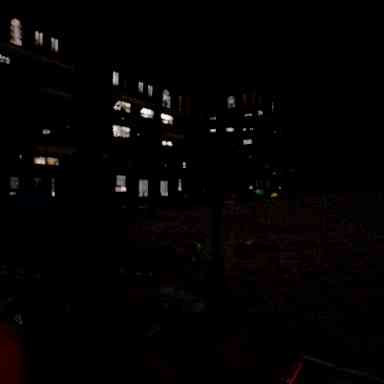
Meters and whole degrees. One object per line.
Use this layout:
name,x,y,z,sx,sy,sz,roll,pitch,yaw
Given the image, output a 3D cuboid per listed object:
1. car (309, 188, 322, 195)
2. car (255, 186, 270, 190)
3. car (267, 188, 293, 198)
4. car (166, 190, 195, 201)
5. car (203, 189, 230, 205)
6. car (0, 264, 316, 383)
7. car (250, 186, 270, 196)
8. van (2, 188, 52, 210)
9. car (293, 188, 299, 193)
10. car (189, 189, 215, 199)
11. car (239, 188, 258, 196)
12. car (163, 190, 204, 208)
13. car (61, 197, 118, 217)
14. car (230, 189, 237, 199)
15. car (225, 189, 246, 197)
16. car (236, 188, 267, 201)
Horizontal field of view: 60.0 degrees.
car,28.280,-0.083,76.117,1.882,1.535,5.008,2,2,35
car,12.480,-0.018,57.539,2.150,2.045,5.566,2,2,35
car,14.968,0.344,56.399,1.752,1.417,4.829,3,2,35
car,-1.553,0.446,47.334,1.947,1.339,4.313,3,3,35
car,2.142,0.724,37.978,2.008,1.369,4.403,3,2,35
car,-1.052,1.498,3.621,4.507,1.381,1.887,1,1,36
car,14.363,-0.241,70.178,2.192,1.841,5.009,3,2,35
van,-14.275,0.576,29.045,1.690,1.788,3.998,3,3,35
car,27.084,-0.358,88.468,1.887,1.381,4.507,3,2,35
car,1.629,0.343,51.904,2.008,1.369,4.403,3,3,35
car,11.078,0.058,65.475,1.752,1.417,4.829,3,3,35
car,-1.040,0.806,33.407,1.887,1.381,4.507,3,2,35
car,-7.403,1.005,24.269,1.947,1.339,4.313,3,2,35
car,6.725,0.521,49.211,1.895,1.301,4.718,2,2,35
car,7.993,0.183,61.046,1.947,1.339,4.313,3,3,35
car,8.506,0.548,47.119,2.008,1.369,4.403,3,2,35
